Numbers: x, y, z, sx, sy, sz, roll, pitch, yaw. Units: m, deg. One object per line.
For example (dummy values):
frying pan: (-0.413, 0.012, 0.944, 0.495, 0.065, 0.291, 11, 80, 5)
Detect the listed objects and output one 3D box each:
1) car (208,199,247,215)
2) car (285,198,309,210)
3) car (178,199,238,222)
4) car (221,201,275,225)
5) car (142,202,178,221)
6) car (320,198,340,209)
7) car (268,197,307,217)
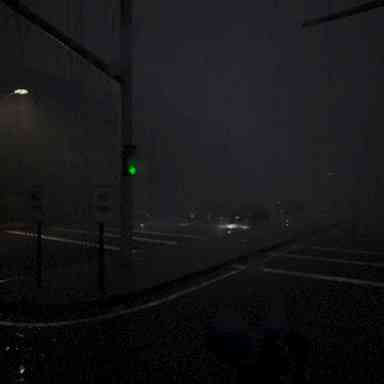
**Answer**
car: (3.998, 1.543, 36.560, 2.128, 1.511, 4.902, 0, 0, 35)
car: (14.248, 1.568, 45.056, 1.812, 1.442, 4.674, 0, 0, 35)
car: (1.426, 1.533, 26.798, 2.128, 1.511, 4.902, 0, 0, 35)
car: (4.281, 1.595, 24.772, 1.994, 1.385, 4.181, 0, 0, 35)
car: (-2.137, 1.577, 27.805, 1.812, 1.442, 4.674, 0, 0, 35)
car: (19.036, 1.525, 45.763, 2.128, 1.511, 4.902, 0, 0, 35)
car: (9.558, 1.522, 32.302, 2.128, 1.511, 4.902, 0, 0, 35)
